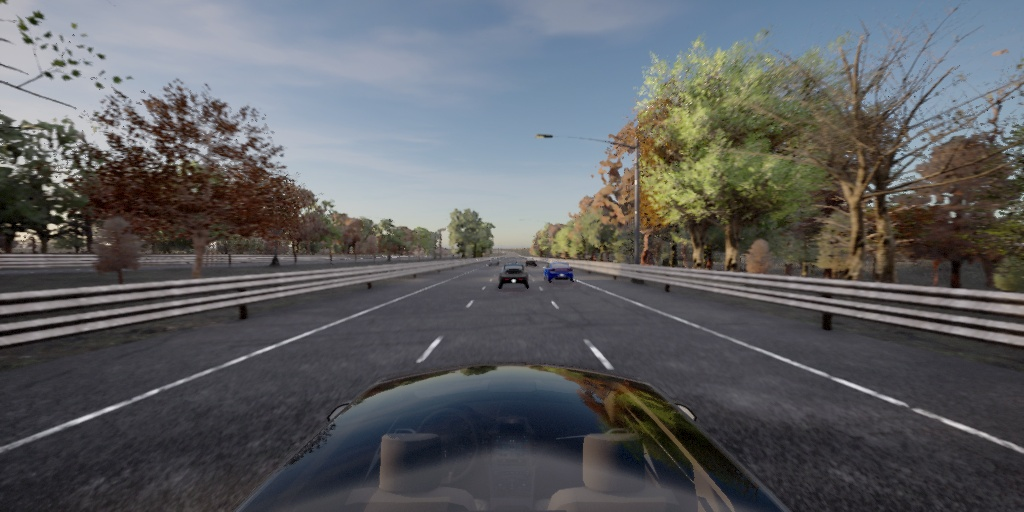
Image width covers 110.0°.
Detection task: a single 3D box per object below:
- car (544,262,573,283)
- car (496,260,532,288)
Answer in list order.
[{"bbox_3d":[3.608,1.219,28.347,1.882,1.535,5.008,0,0,0],"label":"car"},{"bbox_3d":[0.107,1.248,23.966,1.837,1.490,4.892,0,0,0],"label":"car"}]
